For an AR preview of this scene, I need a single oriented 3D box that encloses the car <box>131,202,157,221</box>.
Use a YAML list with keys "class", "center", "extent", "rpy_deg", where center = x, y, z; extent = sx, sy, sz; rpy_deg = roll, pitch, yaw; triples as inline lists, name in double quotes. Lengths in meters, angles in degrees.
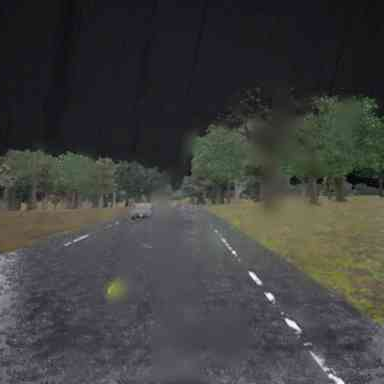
- class: "car"
  center: [-4.126, 1.651, 29.047]
  extent: [1.837, 1.490, 4.892]
  rpy_deg: [0, -1, -1]
